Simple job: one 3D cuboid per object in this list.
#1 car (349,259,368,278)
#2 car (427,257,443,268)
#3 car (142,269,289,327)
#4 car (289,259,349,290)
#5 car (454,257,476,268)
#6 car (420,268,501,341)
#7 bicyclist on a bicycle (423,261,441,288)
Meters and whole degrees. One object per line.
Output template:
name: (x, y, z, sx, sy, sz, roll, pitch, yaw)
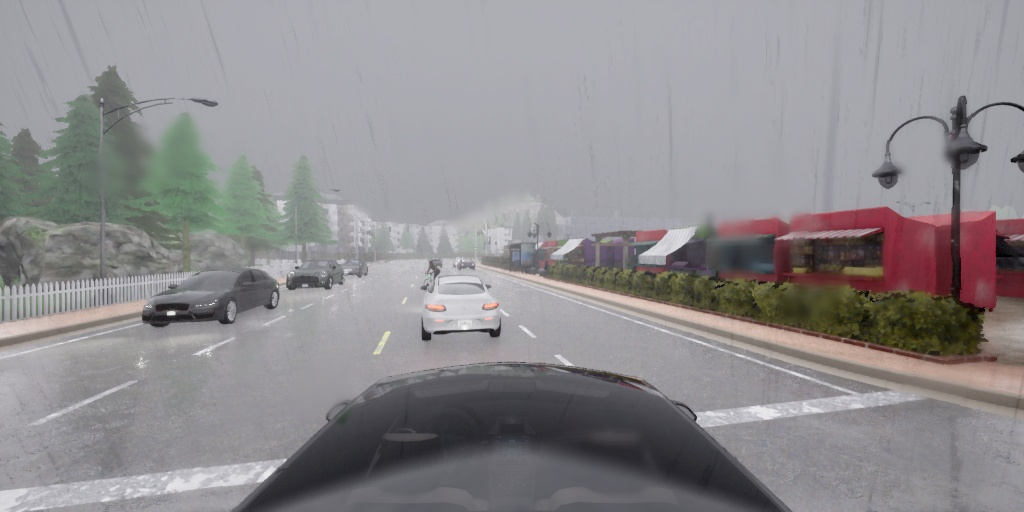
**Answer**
car: (-13.591, 1.033, 30.683, 2.128, 1.511, 4.902, 0, 0, -13)
car: (-10.858, 0.897, 50.796, 1.837, 1.490, 4.892, 0, 0, -13)
car: (-9.188, 1.190, 11.461, 1.837, 1.490, 4.892, 0, 0, -13)
car: (-11.392, 0.965, 21.061, 2.097, 1.767, 4.553, 0, 0, -13)
car: (-5.625, 1.046, 43.736, 1.895, 1.301, 4.718, 0, 0, -13)
car: (-1.476, 1.225, 9.748, 1.812, 1.442, 4.674, 0, 0, -12)
bicyclist on a bicycle: (-4.310, 1.078, 19.597, 0.582, 1.620, 1.656, 0, 1, 25)
